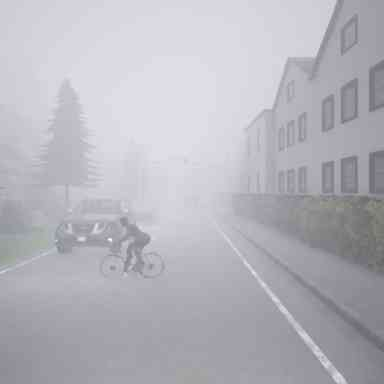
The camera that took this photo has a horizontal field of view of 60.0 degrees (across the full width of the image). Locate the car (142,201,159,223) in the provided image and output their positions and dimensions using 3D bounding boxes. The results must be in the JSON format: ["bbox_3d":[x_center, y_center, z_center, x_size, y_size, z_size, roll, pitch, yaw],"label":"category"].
[{"bbox_3d":[-3.663,1.477,25.363,1.882,1.535,5.008,0,0,0],"label":"car"}]

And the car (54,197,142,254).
[{"bbox_3d":[-3.665,1.225,13.776,2.150,2.045,5.566,0,0,0],"label":"car"}]

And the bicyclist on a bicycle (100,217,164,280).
[{"bbox_3d":[-1.552,1.453,8.507,1.656,1.620,0.582,-2,0,0],"label":"bicyclist on a bicycle"}]

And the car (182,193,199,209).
[{"bbox_3d":[-0.168,1.221,46.875,2.150,2.045,5.566,0,0,-3],"label":"car"}]
